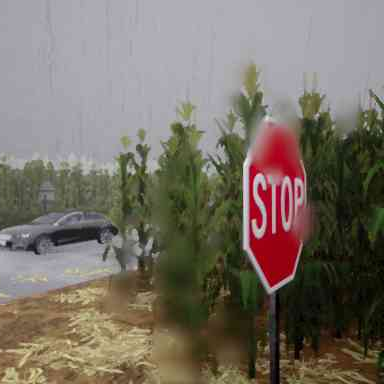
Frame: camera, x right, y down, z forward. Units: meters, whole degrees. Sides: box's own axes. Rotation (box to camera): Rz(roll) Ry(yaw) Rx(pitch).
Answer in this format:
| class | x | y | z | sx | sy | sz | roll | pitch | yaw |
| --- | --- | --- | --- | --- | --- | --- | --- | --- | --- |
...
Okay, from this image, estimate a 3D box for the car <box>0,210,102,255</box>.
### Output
| class | x | y | z | sx | sy | sz | roll | pitch | yaw |
| --- | --- | --- | --- | --- | --- | --- | --- | --- | --- |
| car | -5.162 | 1.500 | 13.501 | 2.128 | 1.511 | 4.902 | 0 | 0 | 33 |
